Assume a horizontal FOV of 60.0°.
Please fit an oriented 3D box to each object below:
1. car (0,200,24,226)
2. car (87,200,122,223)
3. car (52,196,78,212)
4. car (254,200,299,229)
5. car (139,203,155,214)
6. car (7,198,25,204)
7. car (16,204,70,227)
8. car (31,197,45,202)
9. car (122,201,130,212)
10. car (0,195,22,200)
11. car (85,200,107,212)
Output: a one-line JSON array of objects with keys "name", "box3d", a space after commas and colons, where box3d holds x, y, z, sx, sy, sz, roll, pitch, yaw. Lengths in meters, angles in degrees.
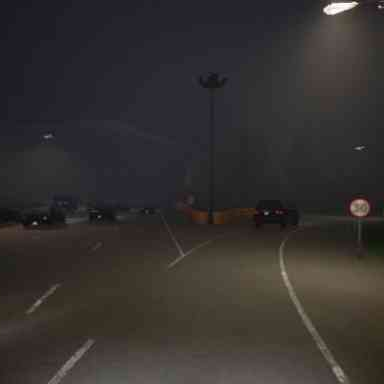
[{"name": "car", "box3d": [-13.972, 1.596, 23.909, 2.128, 1.511, 4.902, 1, -1, -7]}, {"name": "car", "box3d": [-7.429, 1.719, 28.046, 2.128, 1.511, 4.902, 1, -1, -7]}, {"name": "car", "box3d": [-16.298, 1.510, 42.803, 2.150, 2.045, 5.566, 1, 0, -7]}, {"name": "car", "box3d": [6.385, 1.577, 24.867, 2.150, 2.045, 5.566, -1, -1, 30]}, {"name": "car", "box3d": [-5.577, 2.001, 41.596, 1.895, 1.301, 4.718, 1, -1, -7]}, {"name": "car", "box3d": [-37.489, 1.901, 70.812, 1.994, 1.385, 4.181, 1, -1, -7]}, {"name": "car", "box3d": [-10.419, 1.744, 23.685, 1.895, 1.301, 4.718, 1, -1, -7]}, {"name": "car", "box3d": [-34.422, 1.923, 74.534, 1.837, 1.490, 4.892, 1, -1, -7]}, {"name": "car", "box3d": [-9.671, 1.967, 46.220, 1.994, 1.385, 4.181, 1, -1, -7]}, {"name": "car", "box3d": [-32.594, 1.761, 59.722, 1.882, 1.535, 5.008, 1, -1, -7]}, {"name": "car", "box3d": [-13.114, 1.847, 45.540, 2.128, 1.511, 4.902, 1, -1, -7]}]
